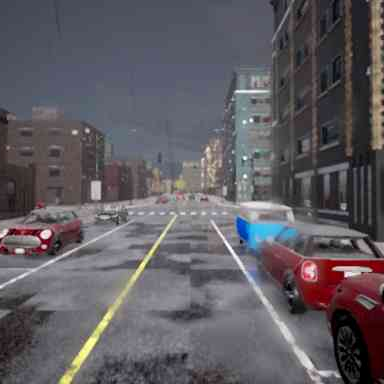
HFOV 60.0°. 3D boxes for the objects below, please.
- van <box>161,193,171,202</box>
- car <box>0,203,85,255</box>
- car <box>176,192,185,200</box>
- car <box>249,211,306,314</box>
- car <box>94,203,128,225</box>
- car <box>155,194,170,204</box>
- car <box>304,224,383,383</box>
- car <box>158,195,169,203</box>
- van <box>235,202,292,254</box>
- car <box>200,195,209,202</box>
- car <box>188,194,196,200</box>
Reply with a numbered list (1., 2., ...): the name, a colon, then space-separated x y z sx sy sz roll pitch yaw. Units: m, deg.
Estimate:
1. van: -5.676 1.215 73.104 1.690 1.788 3.998 1 0 0
2. car: -5.675 1.418 12.965 1.967 1.590 4.097 1 0 0
3. car: -3.005 1.077 85.854 2.150 2.045 5.566 0 0 0
4. car: 2.705 1.428 7.550 1.967 1.590 4.097 1 0 0
5. car: -5.678 1.511 23.779 2.008 1.369 4.403 1 0 0
6. car: -5.756 1.438 61.735 1.887 1.381 4.507 1 0 0
7. car: 2.708 1.312 2.143 2.192 1.841 5.009 1 0 0
8. car: -5.680 1.428 67.416 1.887 1.381 4.507 1 0 0
9. van: 2.707 1.319 12.957 1.690 1.788 3.998 1 0 0
10. car: 2.702 1.314 73.165 1.967 1.590 4.097 1 0 0
11. car: -0.004 1.378 88.573 2.033 1.411 5.357 0 0 0
